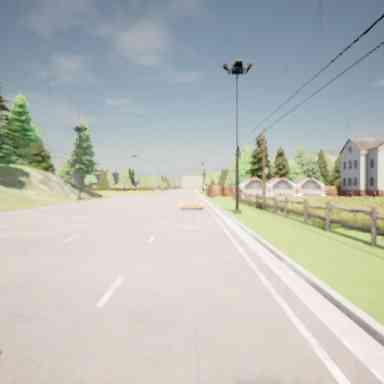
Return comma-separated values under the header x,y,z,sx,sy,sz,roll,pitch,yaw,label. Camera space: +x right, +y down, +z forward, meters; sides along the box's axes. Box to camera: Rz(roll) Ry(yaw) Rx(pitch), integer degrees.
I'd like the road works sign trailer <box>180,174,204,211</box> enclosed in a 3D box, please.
x,y,z,sx,sy,sz,roll,pitch,yaw,label
-0.014,-0.015,33.491,2.380,3.560,2.880,0,1,0,road works sign trailer
